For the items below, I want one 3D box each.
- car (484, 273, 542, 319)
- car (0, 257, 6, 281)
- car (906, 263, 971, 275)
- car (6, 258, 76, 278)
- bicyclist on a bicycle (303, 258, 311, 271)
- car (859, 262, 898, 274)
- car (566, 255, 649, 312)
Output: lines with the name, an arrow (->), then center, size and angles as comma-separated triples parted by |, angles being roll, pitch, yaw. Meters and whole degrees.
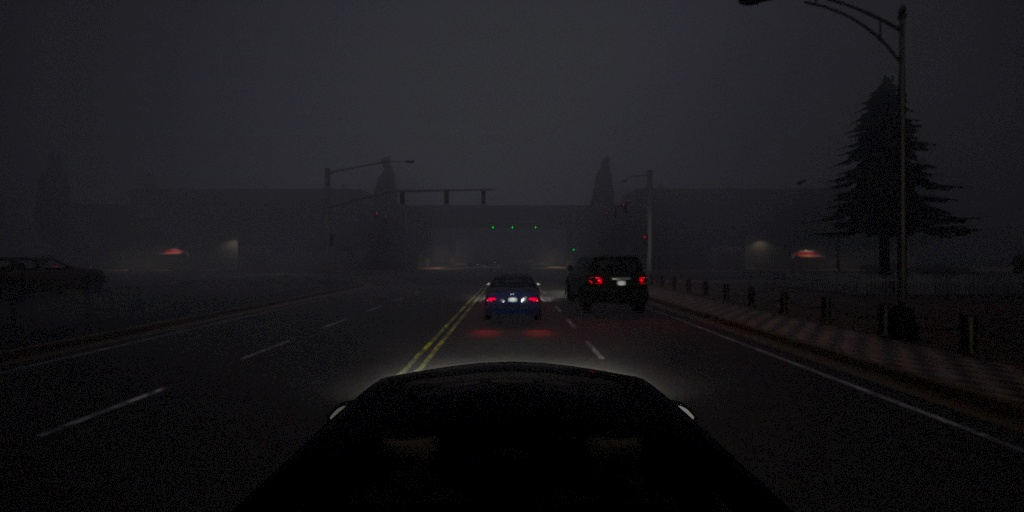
car -> 0.044, 1.300, 12.782 | 2.033, 1.411, 5.357 | 0, 0, 1
car -> -47.352, 1.108, 30.757 | 4.553, 1.767, 2.097 | 0, 0, 2
car -> 44.014, 1.358, 37.123 | 4.718, 1.301, 1.895 | 0, 0, 1
car -> -49.874, 1.264, 37.948 | 4.892, 1.490, 1.837 | 0, 0, 2
bicyclist on a bicycle -> -25.765, 1.063, 45.084 | 0.582, 1.620, 1.656 | 0, 0, 2
car -> 42.079, 1.322, 40.641 | 4.181, 1.385, 1.994 | 0, 0, 1
car -> 3.556, 0.974, 14.296 | 2.150, 2.045, 5.566 | 0, 0, 0
